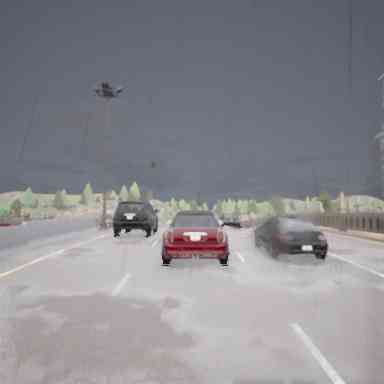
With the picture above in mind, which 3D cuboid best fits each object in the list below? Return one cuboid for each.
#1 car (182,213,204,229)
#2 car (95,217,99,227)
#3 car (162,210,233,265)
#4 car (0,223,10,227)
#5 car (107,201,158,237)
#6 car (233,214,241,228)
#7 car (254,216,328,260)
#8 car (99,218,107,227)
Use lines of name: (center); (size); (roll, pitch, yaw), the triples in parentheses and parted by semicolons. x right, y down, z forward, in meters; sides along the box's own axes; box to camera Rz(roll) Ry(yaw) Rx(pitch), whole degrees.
car: (0.095, 2.857, 32.699); (2.033, 1.411, 5.357); (0, -6, 0)
car: (-17.535, 5.393, 58.820); (2.150, 2.045, 5.566); (0, -6, 1)
car: (0.098, 1.449, 12.176); (2.097, 1.767, 4.553); (0, -1, 0)
car: (-10.601, 1.784, 15.442); (1.895, 1.301, 4.718); (0, -2, 0)
car: (-3.403, 1.636, 20.860); (2.150, 2.045, 5.566); (0, -3, 0)
car: (3.601, 2.856, 32.689); (2.033, 1.411, 5.357); (0, -6, 0)
car: (3.599, 1.633, 12.685); (1.812, 1.442, 4.674); (0, -1, 0)
car: (-14.044, 5.663, 57.801); (1.895, 1.301, 4.718); (0, -6, 1)
